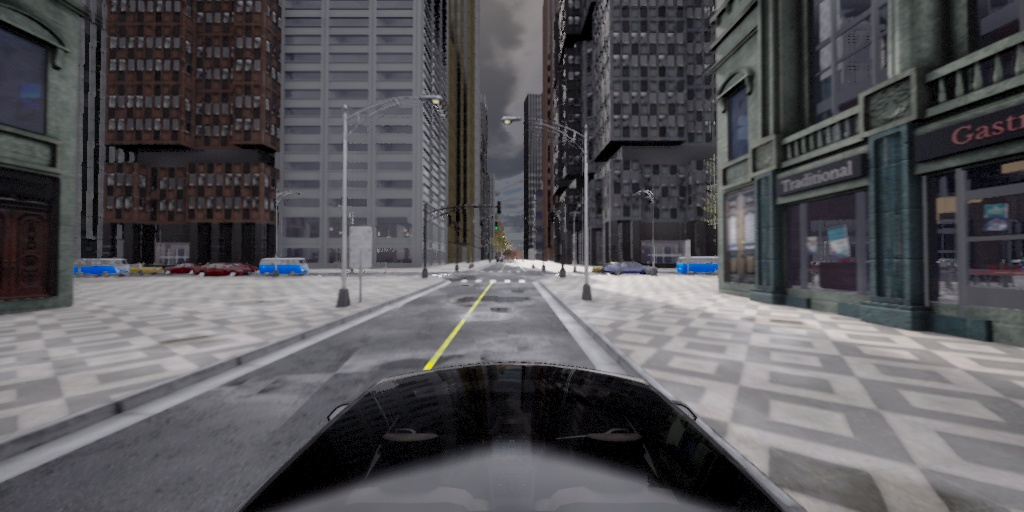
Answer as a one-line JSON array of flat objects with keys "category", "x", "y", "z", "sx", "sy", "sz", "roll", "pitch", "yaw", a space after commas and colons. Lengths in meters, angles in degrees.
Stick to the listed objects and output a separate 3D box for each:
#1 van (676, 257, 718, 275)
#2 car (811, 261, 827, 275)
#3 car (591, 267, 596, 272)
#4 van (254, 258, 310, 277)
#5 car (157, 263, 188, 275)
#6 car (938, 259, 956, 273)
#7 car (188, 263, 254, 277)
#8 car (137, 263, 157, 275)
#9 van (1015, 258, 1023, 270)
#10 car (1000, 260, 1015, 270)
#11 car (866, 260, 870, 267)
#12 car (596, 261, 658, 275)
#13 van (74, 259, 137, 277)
[{"category": "van", "x": 17.243, "y": 0.944, "z": 32.876, "sx": 3.998, "sy": 1.789, "sz": 1.690, "roll": 0, "pitch": 0, "yaw": 0}, {"category": "car", "x": 28.069, "y": 1.117, "z": 32.911, "sx": 4.507, "sy": 1.381, "sz": 1.888, "roll": 0, "pitch": 0, "yaw": 0}, {"category": "car", "x": 11.647, "y": 1.289, "z": 41.388, "sx": 4.829, "sy": 1.417, "sz": 1.751, "roll": 0, "pitch": 0, "yaw": 0}, {"category": "van", "x": -20.741, "y": 1.067, "z": 32.737, "sx": 3.998, "sy": 1.789, "sz": 1.690, "roll": 0, "pitch": 0, "yaw": 0}, {"category": "car", "x": -37.326, "y": 1.477, "z": 41.235, "sx": 4.507, "sy": 1.381, "sz": 1.888, "roll": 0, "pitch": 0, "yaw": 0}, {"category": "car", "x": 38.895, "y": 1.094, "z": 32.947, "sx": 4.403, "sy": 1.370, "sz": 2.007, "roll": 0, "pitch": 0, "yaw": 0}, {"category": "car", "x": -26.266, "y": 1.291, "z": 32.720, "sx": 4.507, "sy": 1.381, "sz": 1.888, "roll": 0, "pitch": 0, "yaw": 0}, {"category": "car", "x": -43.021, "y": 1.479, "z": 41.214, "sx": 4.829, "sy": 1.417, "sz": 1.751, "roll": 0, "pitch": 0, "yaw": 0}, {"category": "van", "x": 49.721, "y": 0.858, "z": 32.982, "sx": 3.998, "sy": 1.789, "sz": 1.690, "roll": 0, "pitch": 0, "yaw": 0}, {"category": "car", "x": 52.170, "y": 1.063, "z": 35.765, "sx": 4.892, "sy": 1.490, "sz": 1.837, "roll": 0, "pitch": -1, "yaw": 0}, {"category": "car", "x": 33.482, "y": 1.140, "z": 32.929, "sx": 4.207, "sy": 1.307, "sz": 1.802, "roll": 0, "pitch": 0, "yaw": 0}, {"category": "car", "x": 11.557, "y": 1.214, "z": 35.631, "sx": 5.357, "sy": 1.411, "sz": 2.033, "roll": 0, "pitch": -1, "yaw": 0}, {"category": "van", "x": -37.315, "y": 1.129, "z": 32.685, "sx": 3.998, "sy": 1.789, "sz": 1.690, "roll": 0, "pitch": 0, "yaw": 0}]
